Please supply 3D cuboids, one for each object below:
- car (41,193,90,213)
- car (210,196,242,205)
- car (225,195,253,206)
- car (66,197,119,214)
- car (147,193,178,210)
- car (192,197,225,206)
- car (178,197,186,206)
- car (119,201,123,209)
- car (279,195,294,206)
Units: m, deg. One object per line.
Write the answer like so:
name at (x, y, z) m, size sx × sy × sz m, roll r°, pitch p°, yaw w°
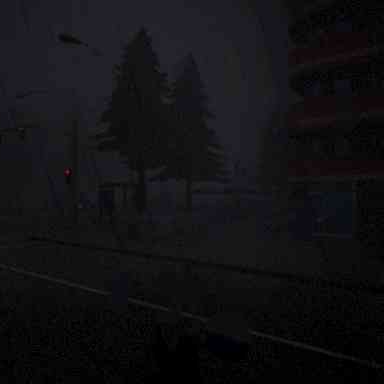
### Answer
car at (-13.766, 1.183, 36.928) m, size 2.150 × 2.045 × 5.566 m, roll 0°, pitch 0°, yaw 36°
car at (6.008, 1.507, 58.420) m, size 5.357 × 1.411 × 2.033 m, roll 0°, pitch 0°, yaw -32°
car at (7.428, 1.308, 50.675) m, size 4.553 × 1.767 × 2.097 m, roll 0°, pitch 0°, yaw -38°
car at (-10.526, 1.561, 35.447) m, size 1.895 × 1.301 × 4.718 m, roll 0°, pitch 0°, yaw 36°
car at (-4.771, 1.181, 43.321) m, size 2.150 × 2.045 × 5.566 m, roll 0°, pitch 0°, yaw 37°
car at (2.146, 1.506, 51.116) m, size 5.357 × 1.411 × 2.033 m, roll 0°, pitch 0°, yaw -42°
car at (-2.218, 1.487, 51.615) m, size 4.674 × 1.442 × 1.812 m, roll 0°, pitch 0°, yaw -45°
car at (-8.074, 1.487, 44.632) m, size 1.812 × 1.442 × 4.674 m, roll 0°, pitch 0°, yaw 37°
car at (15.095, 1.306, 51.211) m, size 4.553 × 1.767 × 2.097 m, roll 0°, pitch 0°, yaw -28°
